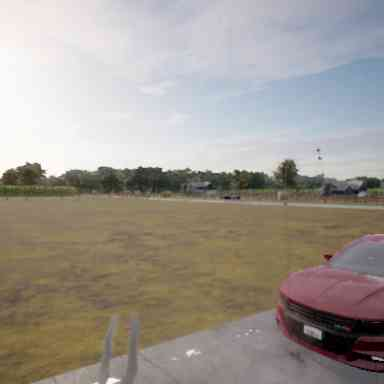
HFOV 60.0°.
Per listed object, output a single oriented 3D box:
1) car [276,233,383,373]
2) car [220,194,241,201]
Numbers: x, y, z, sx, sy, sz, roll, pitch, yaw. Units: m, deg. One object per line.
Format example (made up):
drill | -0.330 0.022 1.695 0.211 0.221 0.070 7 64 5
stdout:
car | 3.532 1.466 5.589 5.008 1.535 1.882 0 0 -35
car | 7.980 1.107 68.954 1.895 1.301 4.718 -1 1 -35
